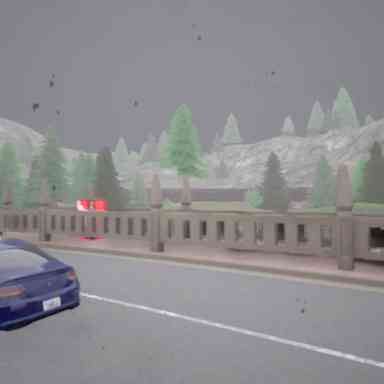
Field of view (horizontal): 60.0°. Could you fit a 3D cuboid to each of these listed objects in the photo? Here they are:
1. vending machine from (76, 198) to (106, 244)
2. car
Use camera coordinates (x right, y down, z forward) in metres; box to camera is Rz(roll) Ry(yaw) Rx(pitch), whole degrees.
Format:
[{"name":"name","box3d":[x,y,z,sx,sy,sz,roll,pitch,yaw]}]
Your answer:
[{"name":"vending machine","box3d":[-4.844,1.325,15.969,0.880,2.100,1.100,0,-1,28]},{"name":"car","box3d":[-4.151,1.606,6.383,4.674,1.442,1.812,-1,0,31]}]
